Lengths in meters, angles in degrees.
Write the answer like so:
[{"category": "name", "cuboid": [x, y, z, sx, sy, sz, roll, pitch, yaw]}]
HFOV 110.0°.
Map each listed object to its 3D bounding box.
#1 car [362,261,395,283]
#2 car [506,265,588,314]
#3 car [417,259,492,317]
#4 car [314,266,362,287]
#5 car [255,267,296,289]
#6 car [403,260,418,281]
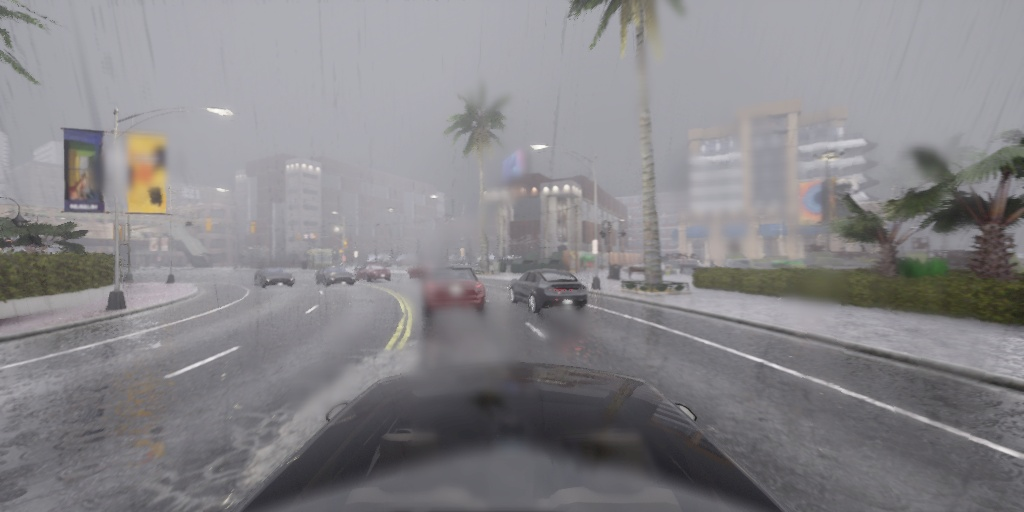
[{"category": "car", "cuboid": [-11.818, 1.415, 30.319, 1.812, 1.442, 4.674, -1, 0, -41]}, {"category": "car", "cuboid": [1.222, 1.266, 13.918, 1.837, 1.490, 4.892, 0, 0, -15]}, {"category": "car", "cuboid": [-2.387, 1.142, 13.728, 2.097, 1.767, 4.553, -1, 0, -16]}, {"category": "car", "cuboid": [-12.990, 1.443, 26.180, 2.033, 1.411, 5.357, 0, 0, -39]}, {"category": "car", "cuboid": [-16.905, 1.473, 25.446, 2.033, 1.411, 5.357, 0, 0, -42]}, {"category": "car", "cuboid": [-7.135, 1.333, 30.149, 1.882, 1.535, 5.008, 0, 0, -38]}]
